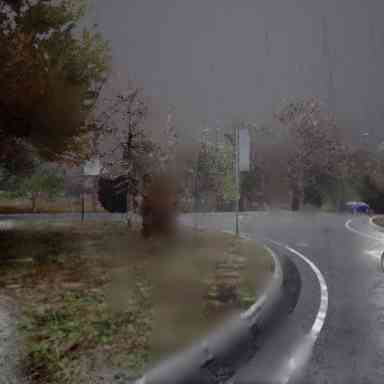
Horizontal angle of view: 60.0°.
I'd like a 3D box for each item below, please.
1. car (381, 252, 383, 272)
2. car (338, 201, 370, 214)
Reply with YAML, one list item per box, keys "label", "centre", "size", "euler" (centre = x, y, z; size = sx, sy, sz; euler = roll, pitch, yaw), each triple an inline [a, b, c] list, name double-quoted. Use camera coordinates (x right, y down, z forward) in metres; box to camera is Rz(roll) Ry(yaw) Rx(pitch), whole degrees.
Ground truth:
- label: "car"
  centre: [5.458, 1.471, 6.995]
  size: [1.882, 1.535, 5.008]
  euler: [0, 0, 21]
- label: "car"
  centre: [19.443, 1.818, 39.898]
  size: [5.008, 1.535, 1.882]
  euler: [3, -2, -38]
